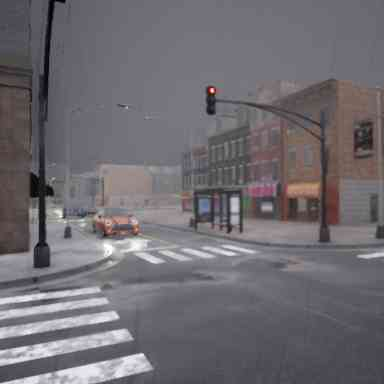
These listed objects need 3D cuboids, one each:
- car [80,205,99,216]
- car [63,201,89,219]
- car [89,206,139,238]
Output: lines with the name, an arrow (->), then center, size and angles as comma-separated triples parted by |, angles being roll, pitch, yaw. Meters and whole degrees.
car -> -14.637, 2.645, 47.498 | 1.994, 1.385, 4.181 | 0, -1, -25
car -> -14.456, 2.162, 40.570 | 2.150, 2.045, 5.566 | 0, -1, -26
car -> -4.866, 1.798, 20.899 | 2.097, 1.767, 4.553 | 0, -1, -26
